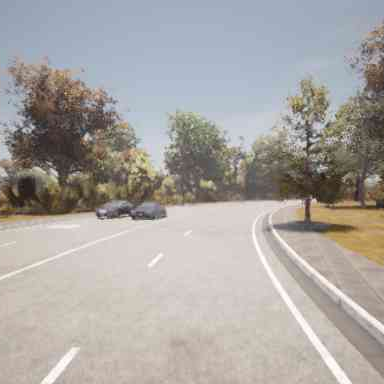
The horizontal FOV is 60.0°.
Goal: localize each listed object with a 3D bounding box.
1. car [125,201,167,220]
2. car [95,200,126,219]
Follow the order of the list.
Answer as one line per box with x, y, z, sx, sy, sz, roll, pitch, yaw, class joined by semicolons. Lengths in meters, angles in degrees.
-3.538;1.558;27.785;1.994;1.385;4.181;0;0;14;car
-6.723;1.516;29.549;2.128;1.511;4.902;-1;0;15;car
